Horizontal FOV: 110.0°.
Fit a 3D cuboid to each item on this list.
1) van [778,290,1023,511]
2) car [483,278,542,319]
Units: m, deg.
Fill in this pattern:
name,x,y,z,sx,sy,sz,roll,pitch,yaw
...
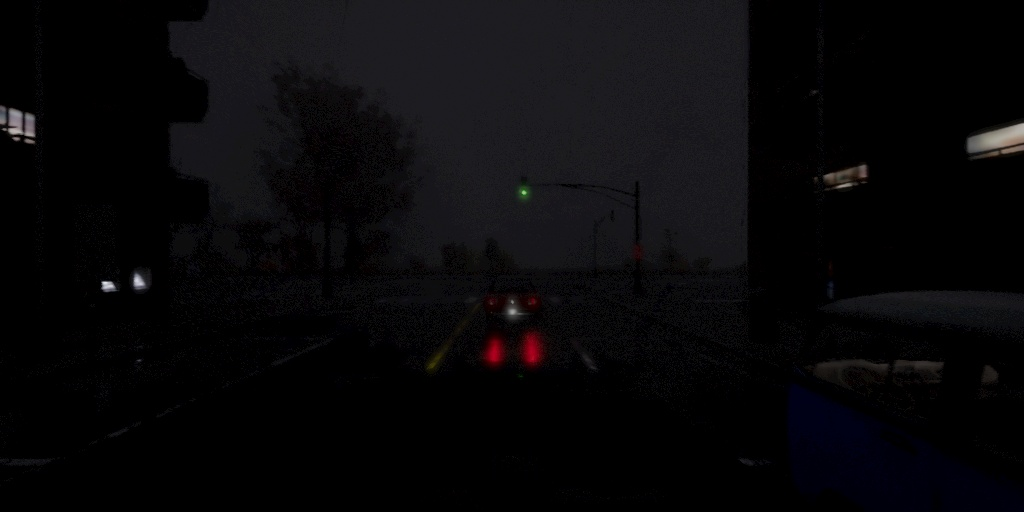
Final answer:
name,x,y,z,sx,sy,sz,roll,pitch,yaw
van,2.689,1.081,0.868,1.690,1.789,3.998,0,0,0
car,-0.017,1.488,13.481,1.895,1.301,4.718,0,-1,-1
